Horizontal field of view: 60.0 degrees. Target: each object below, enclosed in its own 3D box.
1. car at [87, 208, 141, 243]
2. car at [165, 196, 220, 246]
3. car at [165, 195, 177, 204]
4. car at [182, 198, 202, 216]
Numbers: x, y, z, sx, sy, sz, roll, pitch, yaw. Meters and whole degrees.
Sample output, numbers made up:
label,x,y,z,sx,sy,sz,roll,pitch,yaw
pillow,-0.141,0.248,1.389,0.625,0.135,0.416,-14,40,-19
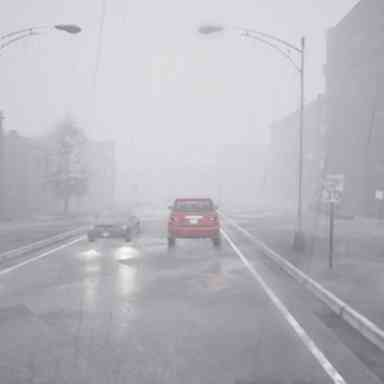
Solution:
label,x,y,z,sx,sy,sz,roll,pitch,yaw
car,-3.623,1.512,16.250,1.812,1.442,4.674,0,0,0
car,0.066,1.207,15.400,2.150,2.045,5.566,0,0,0
car,-3.696,1.355,59.324,2.033,1.411,5.357,0,0,-1
car,0.022,1.442,33.571,1.882,1.535,5.008,0,0,0
